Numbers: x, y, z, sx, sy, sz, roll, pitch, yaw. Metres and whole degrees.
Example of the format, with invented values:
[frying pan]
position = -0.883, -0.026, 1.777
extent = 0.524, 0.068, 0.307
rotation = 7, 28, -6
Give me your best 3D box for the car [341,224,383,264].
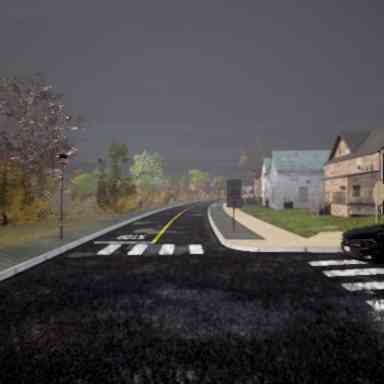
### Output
[car]
position = 6.728, 1.159, 9.156
extent = 5.008, 1.535, 1.882
rotation = -3, -1, -1
